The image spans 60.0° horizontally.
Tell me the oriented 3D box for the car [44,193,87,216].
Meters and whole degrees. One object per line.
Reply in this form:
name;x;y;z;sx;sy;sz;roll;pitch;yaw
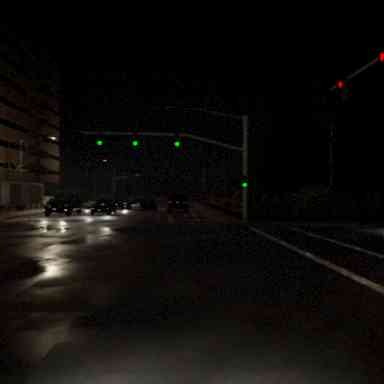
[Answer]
car;-12.070;1.143;31.635;2.150;2.045;5.566;0;0;-2

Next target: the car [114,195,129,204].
car;-13.356;1.402;63.195;1.882;1.535;5.008;0;0;-2

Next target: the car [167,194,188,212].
car;-1.673;1.225;38.675;2.150;2.045;5.566;0;0;-3

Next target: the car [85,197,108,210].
car;-12.593;1.449;44.013;1.812;1.442;4.674;0;1;-2

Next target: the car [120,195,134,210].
car;-9.022;1.302;42.378;2.097;1.767;4.553;0;0;-3

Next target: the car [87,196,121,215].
car;-8.615;1.453;32.815;1.837;1.490;4.892;0;0;-2

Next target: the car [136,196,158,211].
car;-5.274;1.454;40.867;1.882;1.535;5.008;0;0;-3

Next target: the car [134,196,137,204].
car;-9.723;1.498;59.992;2.033;1.411;5.357;0;0;-2
